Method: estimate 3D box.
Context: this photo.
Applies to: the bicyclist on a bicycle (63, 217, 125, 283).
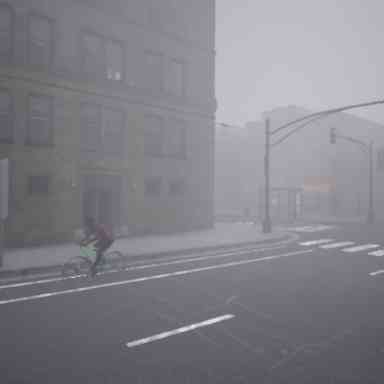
[{"bbox_3d":[-2.491,1.469,8.603,1.656,1.620,0.582,0,0,-36],"label":"bicyclist on a bicycle"}]
